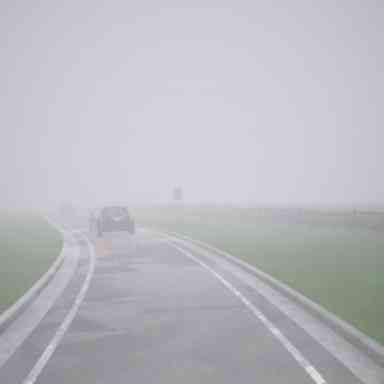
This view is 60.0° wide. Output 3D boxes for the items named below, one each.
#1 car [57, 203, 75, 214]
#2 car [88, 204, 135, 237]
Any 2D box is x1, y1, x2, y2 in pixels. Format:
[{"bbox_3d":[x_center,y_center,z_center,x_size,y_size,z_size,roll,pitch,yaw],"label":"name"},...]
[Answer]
[{"bbox_3d":[-16.271,2.094,42.999,2.033,1.411,5.357,0,-1,-25],"label":"car"},{"bbox_3d":[-4.992,1.590,20.211,2.097,1.767,4.553,0,-1,-24],"label":"car"}]
